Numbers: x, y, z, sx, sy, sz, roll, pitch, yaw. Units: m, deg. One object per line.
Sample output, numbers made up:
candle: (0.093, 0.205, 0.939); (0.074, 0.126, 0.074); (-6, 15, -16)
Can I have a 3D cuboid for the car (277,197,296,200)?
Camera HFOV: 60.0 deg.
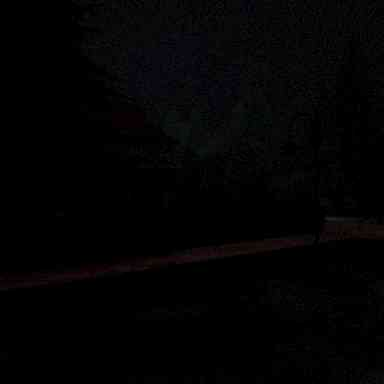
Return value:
car: (8.315, 1.190, 29.265); (2.097, 1.767, 4.553); (0, 0, -36)
